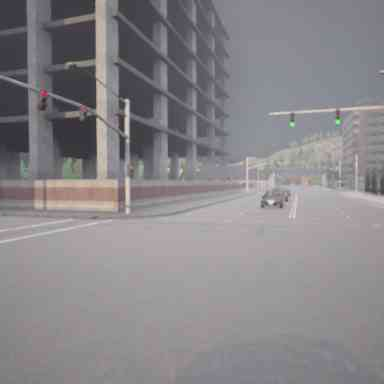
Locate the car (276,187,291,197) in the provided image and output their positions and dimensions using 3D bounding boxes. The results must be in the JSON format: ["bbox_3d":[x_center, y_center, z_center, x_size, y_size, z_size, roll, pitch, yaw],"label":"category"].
[{"bbox_3d":[10.442,0.236,39.755,2.097,1.767,4.553,0,2,18],"label":"car"}]

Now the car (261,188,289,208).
[{"bbox_3d":[7.418,0.638,30.405,2.128,1.511,4.902,0,2,18],"label":"car"}]

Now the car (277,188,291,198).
[{"bbox_3d":[14.576,0.052,52.453,1.812,1.442,4.674,0,2,19],"label":"car"}]
